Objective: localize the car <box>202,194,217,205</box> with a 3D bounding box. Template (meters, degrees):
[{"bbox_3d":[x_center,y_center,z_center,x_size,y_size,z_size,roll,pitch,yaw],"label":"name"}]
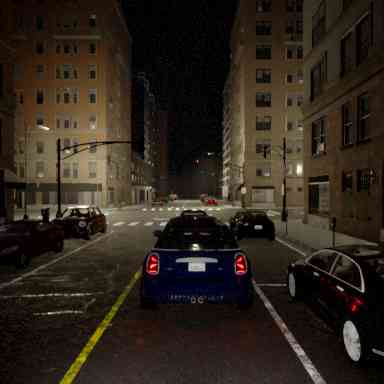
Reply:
[{"bbox_3d":[3.034,1.476,53.628,1.967,1.590,4.097,0,0,0],"label":"car"}]

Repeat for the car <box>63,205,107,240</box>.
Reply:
[{"bbox_3d":[-5.626,1.441,16.562,1.967,1.590,4.097,0,0,0],"label":"car"}]

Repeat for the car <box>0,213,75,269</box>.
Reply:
[{"bbox_3d":[-5.641,1.582,11.061,1.802,1.307,4.206,0,0,0],"label":"car"}]

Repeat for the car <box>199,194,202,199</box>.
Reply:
[{"bbox_3d":[3.133,1.523,75.264,1.967,1.590,4.097,0,0,0],"label":"car"}]

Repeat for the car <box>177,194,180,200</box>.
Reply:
[{"bbox_3d":[-5.319,1.456,91.525,2.192,1.841,5.009,0,0,0],"label":"car"}]

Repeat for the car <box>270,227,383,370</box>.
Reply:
[{"bbox_3d":[2.869,1.551,5.536,2.008,1.369,4.403,0,0,0],"label":"car"}]

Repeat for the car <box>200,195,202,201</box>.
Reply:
[{"bbox_3d":[3.084,1.606,64.446,2.008,1.369,4.403,0,0,0],"label":"car"}]

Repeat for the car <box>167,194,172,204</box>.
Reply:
[{"bbox_3d":[-5.440,1.606,64.481,2.008,1.369,4.403,0,0,0],"label":"car"}]

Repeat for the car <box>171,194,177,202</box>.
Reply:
[{"bbox_3d":[-5.368,1.625,80.537,1.752,1.417,4.829,0,0,0],"label":"car"}]

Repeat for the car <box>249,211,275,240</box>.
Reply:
[{"bbox_3d":[2.899,1.566,16.538,1.947,1.339,4.313,0,0,0],"label":"car"}]

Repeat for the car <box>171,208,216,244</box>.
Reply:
[{"bbox_3d":[0.089,1.564,16.610,1.994,1.385,4.181,0,0,1],"label":"car"}]

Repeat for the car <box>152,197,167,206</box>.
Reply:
[{"bbox_3d":[-5.490,1.617,53.665,1.802,1.307,4.206,0,0,0],"label":"car"}]

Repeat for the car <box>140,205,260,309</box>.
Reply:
[{"bbox_3d":[0.099,1.352,8.027,2.097,1.767,4.553,0,0,0],"label":"car"}]
